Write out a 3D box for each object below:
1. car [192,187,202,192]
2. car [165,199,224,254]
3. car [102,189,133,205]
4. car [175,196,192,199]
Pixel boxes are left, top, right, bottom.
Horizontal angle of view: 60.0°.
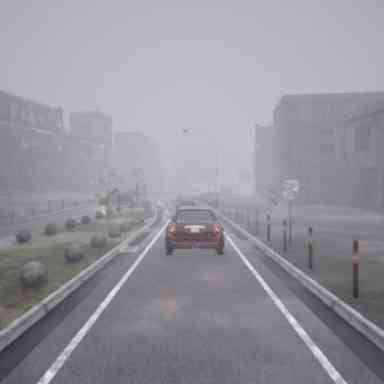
[{"bbox_3d":[1.170,-0.446,77.718,1.837,1.490,4.892,0,0,10],"label":"car"},{"bbox_3d":[0.099,1.346,13.649,2.097,1.767,4.553,0,0,0],"label":"car"},{"bbox_3d":[-8.374,0.469,37.556,2.097,1.767,4.553,1,4,12],"label":"car"},{"bbox_3d":[-0.787,1.114,31.228,1.837,1.490,4.892,0,5,-8],"label":"car"}]
